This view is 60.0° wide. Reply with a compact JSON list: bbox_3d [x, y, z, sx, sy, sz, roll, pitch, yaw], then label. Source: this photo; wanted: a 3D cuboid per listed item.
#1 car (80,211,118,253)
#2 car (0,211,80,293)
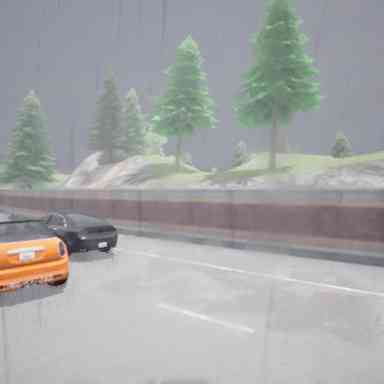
[{"bbox_3d":[-4.766,1.468,12.497,4.892,1.490,1.837,0,0,41],"label":"car"},{"bbox_3d":[-5.003,1.318,8.125,4.553,1.767,2.097,0,0,39],"label":"car"}]
